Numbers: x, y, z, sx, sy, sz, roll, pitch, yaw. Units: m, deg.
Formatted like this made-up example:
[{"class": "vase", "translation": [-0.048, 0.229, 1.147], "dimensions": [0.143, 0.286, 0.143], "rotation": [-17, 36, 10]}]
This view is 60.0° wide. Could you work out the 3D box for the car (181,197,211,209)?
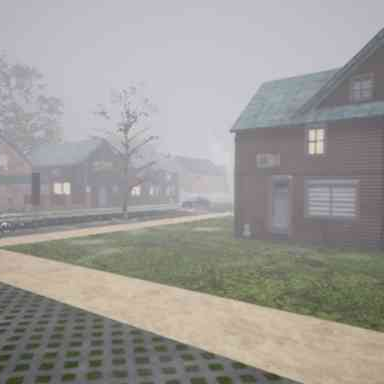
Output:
[{"class": "car", "translation": [0.518, 1.254, 39.991], "dimensions": [1.994, 1.385, 4.181], "rotation": [1, 1, 34]}]
